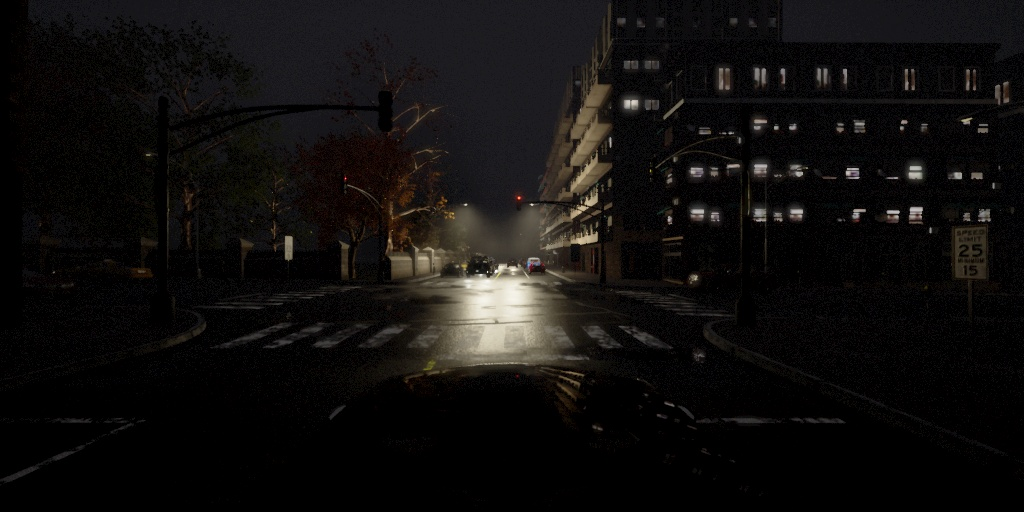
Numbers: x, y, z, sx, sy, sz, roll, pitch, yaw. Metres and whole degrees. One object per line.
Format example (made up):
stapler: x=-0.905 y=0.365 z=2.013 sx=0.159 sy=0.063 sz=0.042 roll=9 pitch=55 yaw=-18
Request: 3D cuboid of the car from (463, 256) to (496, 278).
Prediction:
car: x=-3.042 y=0.986 z=34.619 sx=2.150 sy=2.045 sz=5.566 roll=0 pitch=0 yaw=1

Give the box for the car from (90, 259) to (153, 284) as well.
car: x=-24.717 y=0.883 z=21.652 sx=4.829 sy=1.417 sz=1.751 roll=0 pitch=0 yaw=0

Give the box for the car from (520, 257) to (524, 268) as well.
car: x=2.764 y=1.230 z=56.842 sx=1.967 sy=1.591 sz=4.097 roll=0 pitch=0 yaw=0

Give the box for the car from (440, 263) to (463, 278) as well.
car: x=-5.647 y=1.330 z=34.332 sx=1.948 sy=1.339 sz=4.313 roll=0 pitch=0 yaw=0

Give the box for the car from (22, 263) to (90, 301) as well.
car: x=-18.947 y=1.007 z=13.319 sx=4.207 sy=1.307 sz=1.802 roll=0 pitch=0 yaw=0

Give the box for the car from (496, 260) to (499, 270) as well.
car: x=-3.040 y=1.322 z=44.871 sx=2.033 sy=1.411 sz=5.357 roll=0 pitch=0 yaw=0

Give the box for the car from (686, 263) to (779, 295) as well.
car: x=13.476 y=1.353 z=21.966 sx=5.009 sy=1.841 sz=2.192 roll=0 pitch=0 yaw=0

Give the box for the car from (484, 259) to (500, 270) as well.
car: x=-3.019 y=1.279 z=54.970 sx=2.128 sy=1.511 sz=4.902 roll=0 pitch=0 yaw=0

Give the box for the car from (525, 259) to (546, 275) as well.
car: x=2.741 y=1.314 z=39.951 sx=1.888 sy=1.381 sz=4.507 roll=0 pitch=0 yaw=0

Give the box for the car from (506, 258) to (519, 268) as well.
car: x=0.080 y=1.304 z=62.625 sx=1.837 sy=1.490 sz=4.892 roll=0 pitch=0 yaw=0

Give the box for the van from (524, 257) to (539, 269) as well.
van: x=2.749 y=1.116 z=45.581 sx=1.690 sy=1.789 sz=3.998 roll=0 pitch=0 yaw=0
